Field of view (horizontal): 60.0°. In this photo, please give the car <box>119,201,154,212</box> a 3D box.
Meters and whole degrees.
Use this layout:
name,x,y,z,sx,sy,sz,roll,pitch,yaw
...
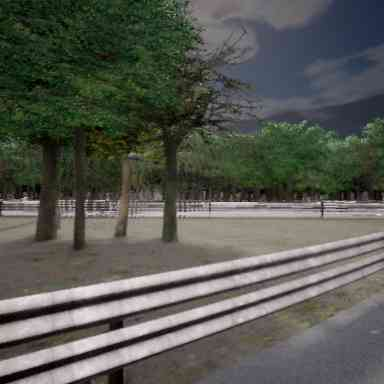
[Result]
name,x,y,z,sx,sy,sz,roll,pitch,yaw
car,-7.193,1.913,43.702,4.181,1.385,1.994,0,-1,4

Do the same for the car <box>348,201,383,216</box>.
name,x,y,z,sx,sy,sz,roll,pitch,yaw
car,18.963,1.684,34.762,4.892,1.490,1.837,0,-1,4

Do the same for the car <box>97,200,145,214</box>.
name,x,y,z,sx,sy,sz,roll,pitch,yaw
car,-8.097,1.663,36.754,4.902,1.511,2.128,0,-1,4
